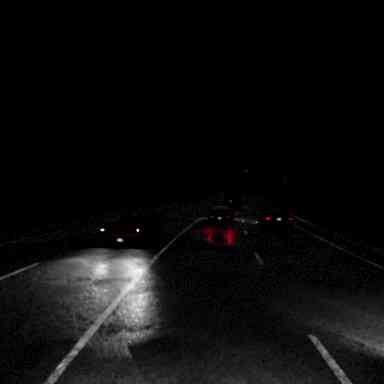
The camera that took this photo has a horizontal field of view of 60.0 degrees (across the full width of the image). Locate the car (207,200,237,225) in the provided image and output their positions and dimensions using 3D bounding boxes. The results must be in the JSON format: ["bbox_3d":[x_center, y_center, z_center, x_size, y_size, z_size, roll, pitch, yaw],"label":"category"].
[{"bbox_3d":[2.131,1.540,24.264,1.812,1.442,4.674,0,0,8],"label":"car"}]

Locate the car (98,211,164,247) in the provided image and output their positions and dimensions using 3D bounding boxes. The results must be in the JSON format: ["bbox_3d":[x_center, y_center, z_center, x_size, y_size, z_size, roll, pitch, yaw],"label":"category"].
[{"bbox_3d":[-2.639,1.600,15.365,1.895,1.301,4.718,0,0,6],"label":"car"}]

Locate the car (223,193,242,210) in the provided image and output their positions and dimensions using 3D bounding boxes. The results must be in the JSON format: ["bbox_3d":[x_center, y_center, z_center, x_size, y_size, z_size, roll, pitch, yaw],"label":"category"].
[{"bbox_3d":[5.068,1.201,42.223,2.150,2.045,5.566,0,0,11],"label":"car"}]

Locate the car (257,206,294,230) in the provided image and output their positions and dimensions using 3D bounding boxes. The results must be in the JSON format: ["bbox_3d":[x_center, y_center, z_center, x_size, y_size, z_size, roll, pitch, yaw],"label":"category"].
[{"bbox_3d":[5.212,1.570,21.149,2.033,1.411,5.357,0,0,7],"label":"car"}]
